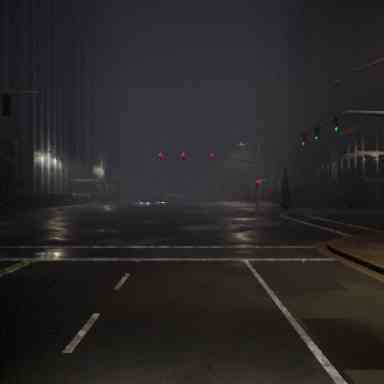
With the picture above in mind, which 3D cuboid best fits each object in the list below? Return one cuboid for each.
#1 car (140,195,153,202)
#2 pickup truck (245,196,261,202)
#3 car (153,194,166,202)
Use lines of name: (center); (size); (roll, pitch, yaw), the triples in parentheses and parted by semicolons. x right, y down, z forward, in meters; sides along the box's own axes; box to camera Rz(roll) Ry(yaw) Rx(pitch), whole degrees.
car: (-10.500, 1.586, 75.431); (1.895, 1.301, 4.718); (0, 0, 0)
pickup truck: (13.122, 1.057, 69.674); (2.390, 2.098, 6.274); (0, 0, 31)
car: (-7.000, 1.346, 75.491); (2.097, 1.767, 4.553); (0, 0, 0)
